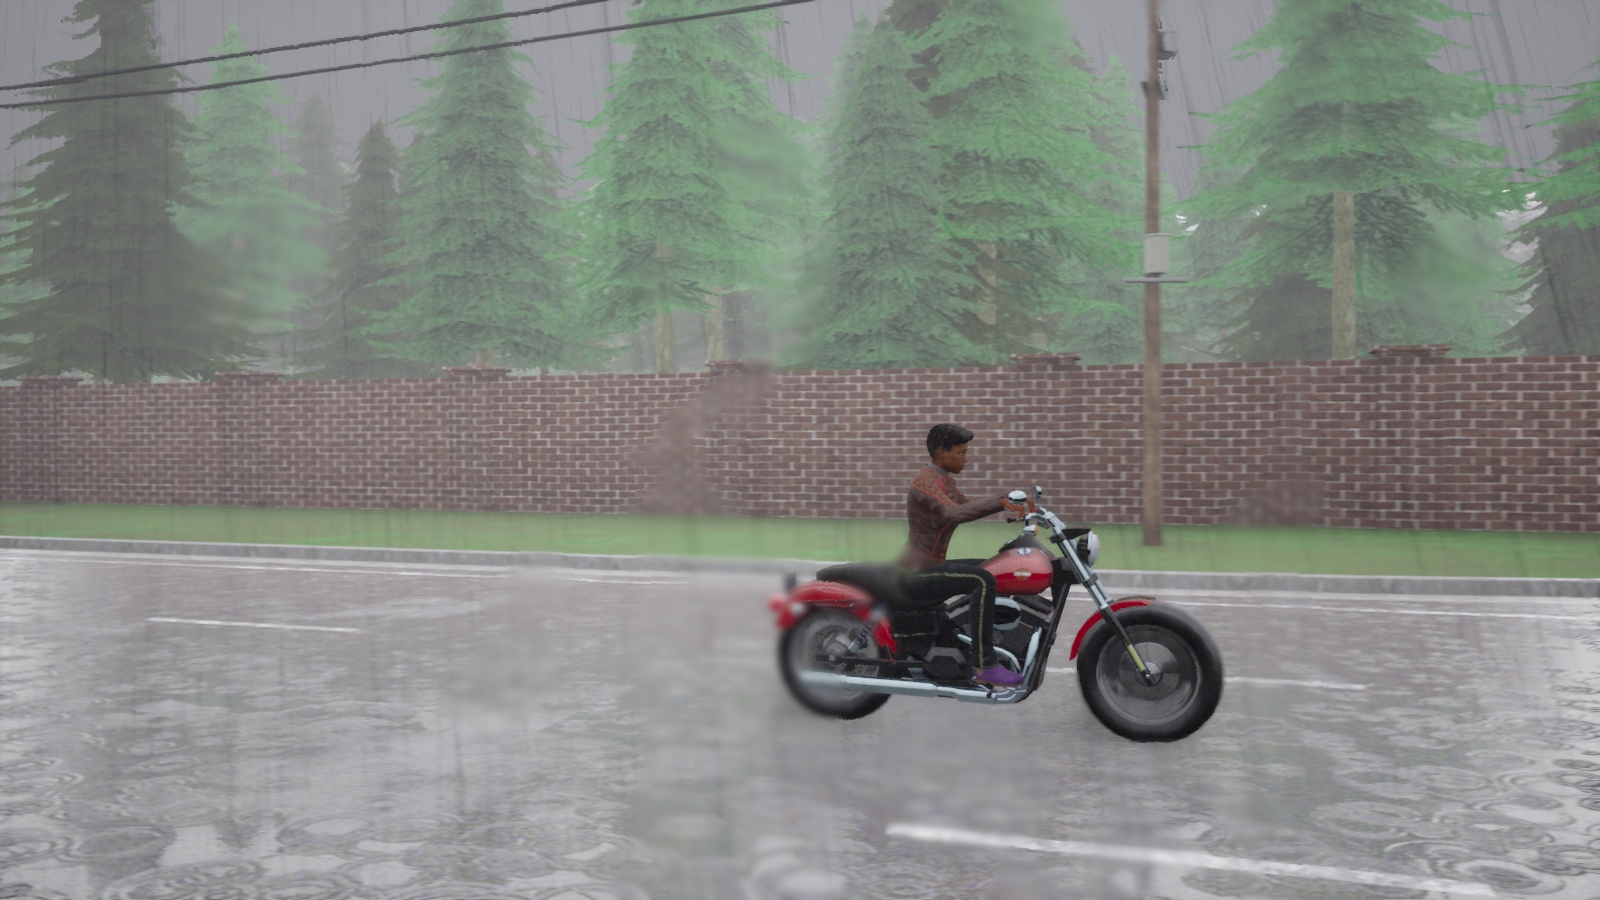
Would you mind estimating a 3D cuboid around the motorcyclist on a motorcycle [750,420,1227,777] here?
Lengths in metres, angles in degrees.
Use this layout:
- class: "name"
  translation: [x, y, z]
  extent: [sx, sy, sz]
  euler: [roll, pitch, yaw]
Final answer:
- class: "motorcyclist on a motorcycle"
  translation: [0.977, 0.675, 6.556]
  extent: [2.350, 1.649, 0.766]
  euler: [1, 1, 19]
